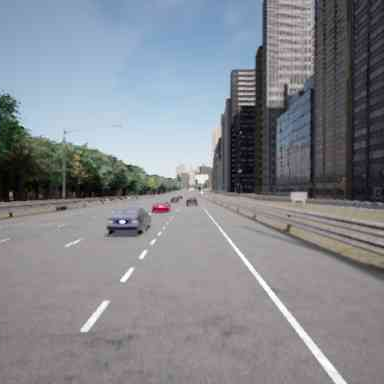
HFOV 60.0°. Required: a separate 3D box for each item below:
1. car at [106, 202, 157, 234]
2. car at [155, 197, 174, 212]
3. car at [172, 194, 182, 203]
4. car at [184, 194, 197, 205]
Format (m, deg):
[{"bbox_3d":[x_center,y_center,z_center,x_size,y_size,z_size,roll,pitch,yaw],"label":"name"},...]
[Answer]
[{"bbox_3d":[-3.510,1.557,19.242,2.033,1.411,5.357,0,0,0],"label":"car"},{"bbox_3d":[-3.561,1.606,39.268,1.994,1.385,4.181,0,0,0],"label":"car"},{"bbox_3d":[-3.742,1.636,73.810,1.837,1.490,4.892,0,0,0],"label":"car"},{"bbox_3d":[-0.052,1.598,59.949,1.837,1.490,4.892,0,0,0],"label":"car"}]
